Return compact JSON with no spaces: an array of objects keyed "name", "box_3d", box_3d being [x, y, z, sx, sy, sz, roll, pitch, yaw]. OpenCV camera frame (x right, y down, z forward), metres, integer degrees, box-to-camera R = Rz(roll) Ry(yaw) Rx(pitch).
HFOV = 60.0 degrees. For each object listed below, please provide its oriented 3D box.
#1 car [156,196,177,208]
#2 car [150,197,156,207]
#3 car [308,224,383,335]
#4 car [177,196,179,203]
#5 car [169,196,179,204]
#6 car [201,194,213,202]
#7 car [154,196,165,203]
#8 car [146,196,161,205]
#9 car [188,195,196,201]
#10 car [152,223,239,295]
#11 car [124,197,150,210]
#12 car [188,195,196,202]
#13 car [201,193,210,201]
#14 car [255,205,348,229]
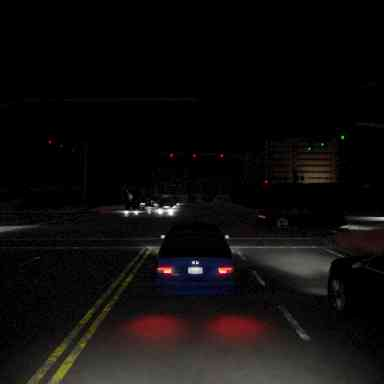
[{"name":"car","box_3d":[-3.630,1.601,47.563,1.895,1.301,4.718,0,0,0]},{"name":"car","box_3d":[-7.128,1.505,51.956,1.837,1.490,4.892,0,0,0]},{"name":"car","box_3d":[3.560,1.491,4.624,2.128,1.511,4.902,0,0,0]},{"name":"car","box_3d":[-3.622,1.492,56.880,2.128,1.511,4.902,0,0,0]},{"name":"car","box_3d":[-3.566,1.505,66.926,1.837,1.490,4.892,0,0,0]},{"name":"car","box_3d":[3.450,1.344,74.660,2.097,1.767,4.553,0,0,0]},{"name":"car","box_3d":[-7.048,1.553,71.675,1.994,1.385,4.181,0,0,0]},{"name":"car","box_3d":[-7.104,1.547,61.861,2.033,1.411,5.357,0,0,0]},{"name":"car","box_3d":[-0.057,1.425,84.641,1.994,1.385,4.181,0,0,0]},{"name":"car","box_3d":[0.077,1.547,8.868,2.033,1.411,5.357,0,0,0]},{"name":"car","box_3d":[-7.170,1.547,42.314,2.033,1.411,5.357,0,0,2]},{"name":"car","box_3d":[-0.050,1.531,74.368,2.033,1.411,5.357,0,0,0]},{"name":"car","box_3d":[3.443,1.228,84.616,2.097,1.767,4.553,0,0,0]},{"name":"car","box_3d":[6.736,1.547,20.824,5.357,1.411,2.033,0,0,-1]}]
